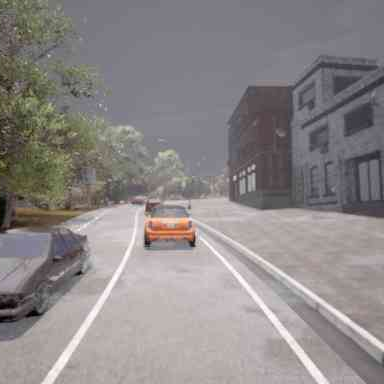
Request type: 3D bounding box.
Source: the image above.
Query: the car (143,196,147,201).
[{"bbox_3d":[-3.816,1.388,34.286,1.882,1.535,5.008,0,0,-8],"label":"car"}]

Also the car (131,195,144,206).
[{"bbox_3d":[-7.964,1.278,51.030,1.882,1.535,5.008,-1,0,4],"label":"car"}]

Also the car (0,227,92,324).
[{"bbox_3d":[-3.709,1.545,7.627,2.033,1.411,5.357,0,0,-4],"label":"car"}]

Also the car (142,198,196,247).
[{"bbox_3d":[-1.089,1.352,15.343,2.097,1.767,4.553,0,0,-6],"label":"car"}]
